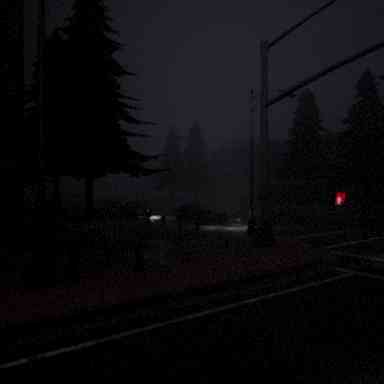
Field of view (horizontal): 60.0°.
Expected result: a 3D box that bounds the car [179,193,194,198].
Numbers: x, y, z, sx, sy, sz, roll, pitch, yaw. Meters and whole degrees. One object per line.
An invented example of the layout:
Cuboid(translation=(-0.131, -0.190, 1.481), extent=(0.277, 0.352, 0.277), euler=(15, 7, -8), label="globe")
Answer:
Cuboid(translation=(-1.538, 1.166, 87.751), extent=(1.932, 1.855, 4.605), euler=(0, 0, -37), label="car")

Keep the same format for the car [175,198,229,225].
Cuboid(translation=(0.672, 1.509, 25.067), extent=(1.882, 1.535, 5.008), euler=(0, 0, -37), label="car")

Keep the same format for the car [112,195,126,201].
Cuboid(translation=(-18.569, 1.438, 84.506), extent=(1.970, 1.475, 3.806), euler=(0, 0, -37), label="car")

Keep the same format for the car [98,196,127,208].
Cuboid(translation=(-11.470, 1.637, 47.625), extent=(1.895, 1.301, 4.718), euler=(0, 0, -33), label="car")

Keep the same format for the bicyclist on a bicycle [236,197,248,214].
Cuboid(translation=(4.837, 1.339, 31.953), extent=(1.656, 1.620, 0.582), euler=(0, 0, -37), label="bicyclist on a bicycle")

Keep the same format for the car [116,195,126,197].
Cuboid(translation=(-16.533, 1.424, 76.772), extent=(1.845, 1.501, 3.633), euler=(0, 0, -37), label="car")

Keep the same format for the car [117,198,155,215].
Cuboid(translation=(-5.337, 1.595, 33.013), extent=(1.994, 1.385, 4.181), euler=(0, 0, -37), label="car")
